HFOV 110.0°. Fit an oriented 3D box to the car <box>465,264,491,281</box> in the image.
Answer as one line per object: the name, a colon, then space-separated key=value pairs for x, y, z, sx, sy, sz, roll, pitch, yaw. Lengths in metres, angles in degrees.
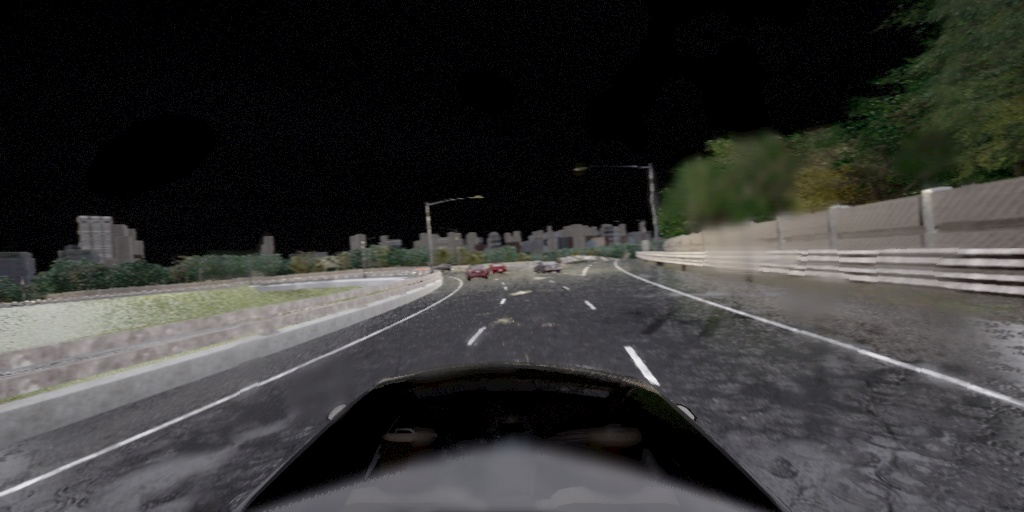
car: x=-3.982 y=1.679 z=39.491 sx=2.097 sy=1.767 sz=4.553 roll=-5 pitch=0 yaw=-11

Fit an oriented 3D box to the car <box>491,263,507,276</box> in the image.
car: x=-2.098 y=1.695 z=47.138 sx=1.882 sy=1.535 sz=5.008 roll=-4 pitch=0 yaw=-15

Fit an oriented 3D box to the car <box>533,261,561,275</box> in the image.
car: x=3.604 y=1.221 z=37.575 sx=2.033 sy=1.411 sz=5.357 roll=-5 pitch=0 yaw=-10
